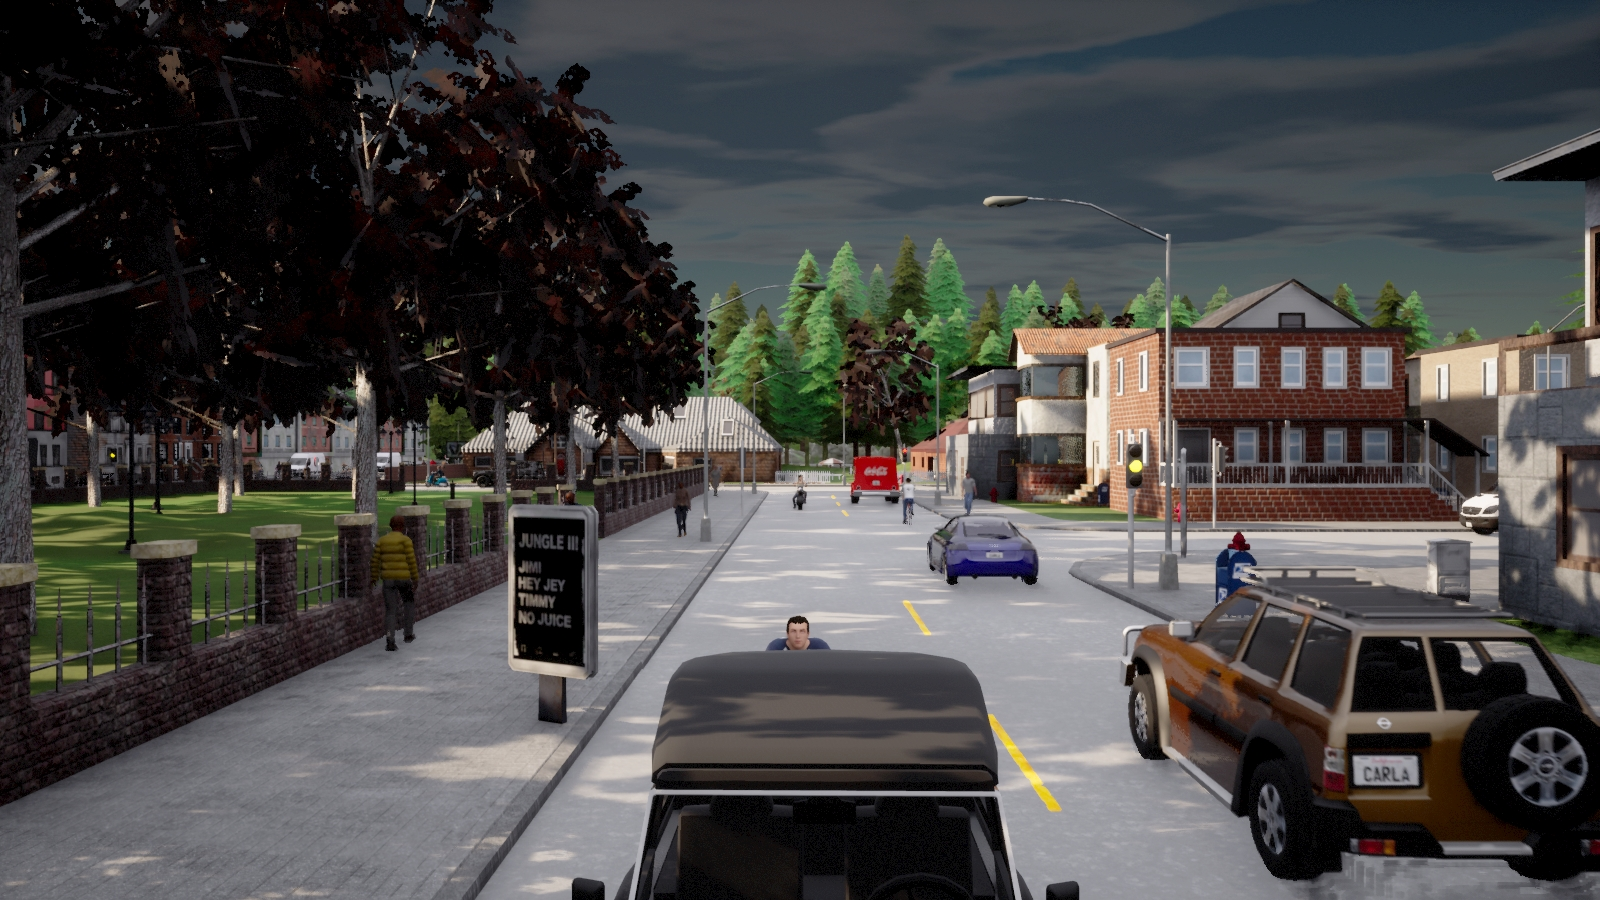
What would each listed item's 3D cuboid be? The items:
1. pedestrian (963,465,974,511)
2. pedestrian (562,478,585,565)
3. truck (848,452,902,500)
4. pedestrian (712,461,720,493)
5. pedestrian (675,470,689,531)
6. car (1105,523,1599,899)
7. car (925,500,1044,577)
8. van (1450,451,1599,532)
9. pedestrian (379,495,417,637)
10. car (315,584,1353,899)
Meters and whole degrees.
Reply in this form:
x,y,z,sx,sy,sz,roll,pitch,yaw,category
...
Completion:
x,y,z,sx,sy,sz,roll,pitch,yaw,category
6.809,1.534,46.132,0.375,1.860,0.375,0,0,17,pedestrian
-4.920,1.535,24.793,0.375,1.860,0.375,0,0,12,pedestrian
3.969,1.372,61.570,2.627,2.467,5.204,0,0,1,truck
-4.866,1.551,65.934,0.375,1.860,0.375,0,0,8,pedestrian
-3.642,1.540,35.196,0.375,1.860,0.375,0,0,6,pedestrian
3.944,1.648,8.850,1.932,1.855,4.605,0,0,0,car
4.000,1.909,25.477,1.994,1.385,4.181,0,0,0,car
24.712,1.329,37.232,5.915,2.561,1.988,0,0,0,van
-5.363,1.531,15.235,0.375,1.860,0.375,0,0,0,pedestrian
0.090,1.640,4.031,1.905,1.878,3.866,0,0,1,car
